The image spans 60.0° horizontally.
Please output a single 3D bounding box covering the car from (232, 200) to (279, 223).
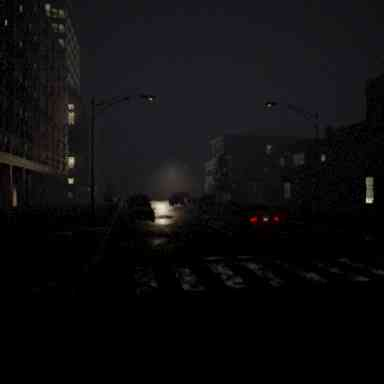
[{"bbox_3d":[4.652,1.367,25.140,1.752,1.417,4.829,0,0,-11],"label":"car"}]

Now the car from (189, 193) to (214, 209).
[{"bbox_3d":[1.528,1.063,41.281,2.192,1.841,5.009,0,0,-11],"label":"car"}]

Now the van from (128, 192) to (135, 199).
[{"bbox_3d":[-16.175,0.824,88.613,1.690,1.788,3.998,0,0,-11],"label":"van"}]

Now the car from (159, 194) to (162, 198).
[{"bbox_3d":[-7.948,1.074,90.205,1.802,1.307,4.206,0,0,-11],"label":"car"}]

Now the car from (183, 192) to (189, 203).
[{"bbox_3d":[-0.611,1.213,52.321,1.752,1.417,4.829,0,0,-11],"label":"car"}]

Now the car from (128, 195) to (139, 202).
[{"bbox_3d":[-10.912,1.188,61.435,1.947,1.339,4.313,0,0,-11],"label":"car"}]

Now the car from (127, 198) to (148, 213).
[{"bbox_3d":[-5.649,1.321,34.255,2.008,1.369,4.403,0,0,-11],"label":"car"}]

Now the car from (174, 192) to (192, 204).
[{"bbox_3d":[-1.630,0.974,57.589,2.192,1.841,5.009,0,0,-11],"label":"car"}]

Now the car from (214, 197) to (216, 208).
[{"bbox_3d":[3.632,1.392,30.410,1.802,1.307,4.206,0,0,-11],"label":"car"}]

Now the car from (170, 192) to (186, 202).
[{"bbox_3d":[-2.683,0.946,63.024,2.192,1.841,5.009,0,0,-11],"label":"car"}]

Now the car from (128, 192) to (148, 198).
[{"bbox_3d":[-4.595,1.116,28.818,2.192,1.841,5.009,0,0,-11],"label":"car"}]

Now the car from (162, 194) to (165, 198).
[{"bbox_3d":[-4.790,1.140,73.897,1.947,1.339,4.313,0,0,-11],"label":"car"}]

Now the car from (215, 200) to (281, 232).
[{"bbox_3d":[3.216,1.418,19.286,2.033,1.411,5.357,0,0,-12],"label":"car"}]

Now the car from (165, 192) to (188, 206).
[{"bbox_3d":[-2.175,1.219,46.754,1.837,1.490,4.892,0,1,-11],"label":"car"}]

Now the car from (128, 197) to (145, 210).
[{"bbox_3d":[-6.701,1.284,39.690,1.887,1.381,4.507,0,0,-11],"label":"car"}]

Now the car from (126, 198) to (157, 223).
[{"bbox_3d":[-3.543,1.384,23.383,2.008,1.369,4.403,0,0,-11],"label":"car"}]

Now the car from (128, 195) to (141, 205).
[{"bbox_3d":[-8.775,1.206,50.396,1.752,1.417,4.829,0,0,-11],"label":"car"}]
